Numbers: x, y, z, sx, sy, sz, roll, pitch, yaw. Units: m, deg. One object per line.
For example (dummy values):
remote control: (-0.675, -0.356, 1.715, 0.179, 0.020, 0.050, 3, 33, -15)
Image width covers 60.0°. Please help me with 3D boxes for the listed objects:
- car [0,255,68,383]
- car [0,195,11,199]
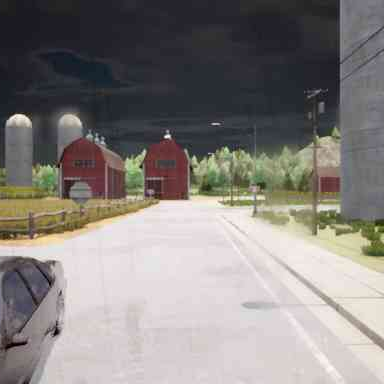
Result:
car: (-2.669, 1.546, 3.779, 2.033, 1.411, 5.357, 0, 0, -12)
car: (-40.869, 1.454, 70.973, 1.882, 1.535, 5.008, 0, 0, 31)
